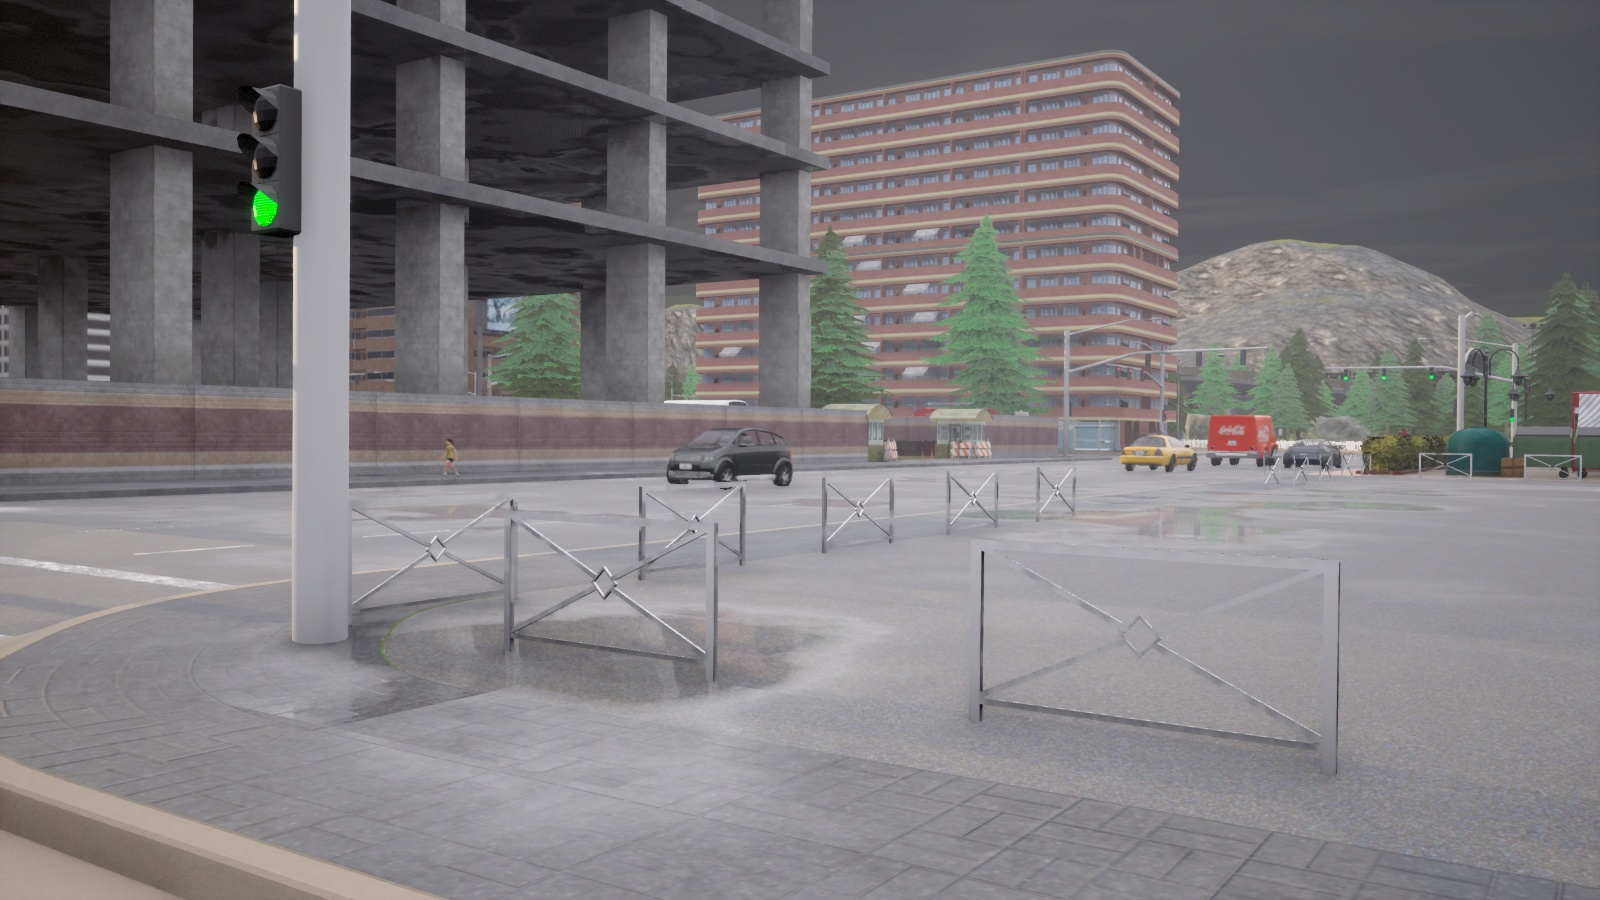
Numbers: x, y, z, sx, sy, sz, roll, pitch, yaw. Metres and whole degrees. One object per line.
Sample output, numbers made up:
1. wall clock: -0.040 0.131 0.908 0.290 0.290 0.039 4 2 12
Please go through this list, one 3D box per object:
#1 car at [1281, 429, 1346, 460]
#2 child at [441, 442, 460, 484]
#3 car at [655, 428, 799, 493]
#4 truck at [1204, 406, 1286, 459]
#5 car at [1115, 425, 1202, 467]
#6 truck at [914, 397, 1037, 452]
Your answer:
1. car: 23.769 -0.268 58.063 1.994 1.385 4.181 0 1 33
2. child: -9.357 0.336 33.606 0.394 1.110 0.255 -1 1 -42
3. car: -1.802 0.234 32.013 1.789 1.549 3.705 0 1 33
4. truck: 21.842 -0.848 61.498 2.627 2.467 5.204 0 1 33
5. car: 14.386 -0.201 50.197 1.801 1.575 5.366 0 1 33
6. truck: 12.721 -1.797 91.465 8.468 3.827 2.891 0 1 34
